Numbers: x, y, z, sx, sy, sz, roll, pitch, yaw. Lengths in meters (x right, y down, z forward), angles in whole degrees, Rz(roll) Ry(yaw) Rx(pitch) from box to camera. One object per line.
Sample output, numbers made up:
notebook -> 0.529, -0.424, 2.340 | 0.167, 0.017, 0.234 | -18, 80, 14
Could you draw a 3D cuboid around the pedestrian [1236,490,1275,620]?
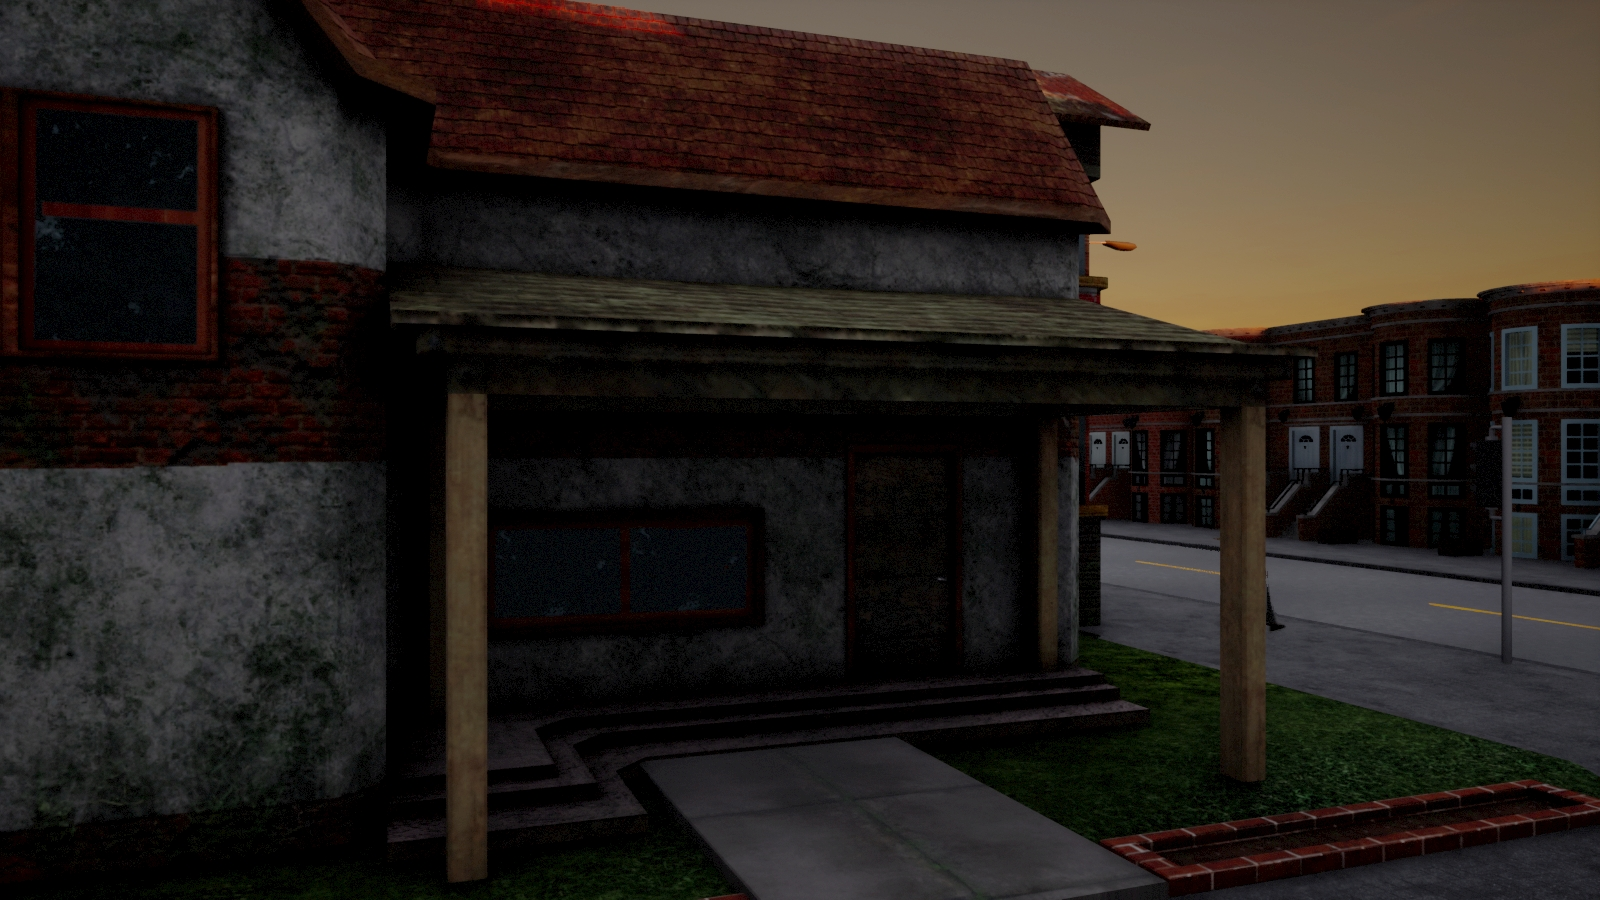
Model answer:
pedestrian -> 6.692, 1.524, 16.783 | 0.375, 1.860, 0.375 | 0, 0, -21
